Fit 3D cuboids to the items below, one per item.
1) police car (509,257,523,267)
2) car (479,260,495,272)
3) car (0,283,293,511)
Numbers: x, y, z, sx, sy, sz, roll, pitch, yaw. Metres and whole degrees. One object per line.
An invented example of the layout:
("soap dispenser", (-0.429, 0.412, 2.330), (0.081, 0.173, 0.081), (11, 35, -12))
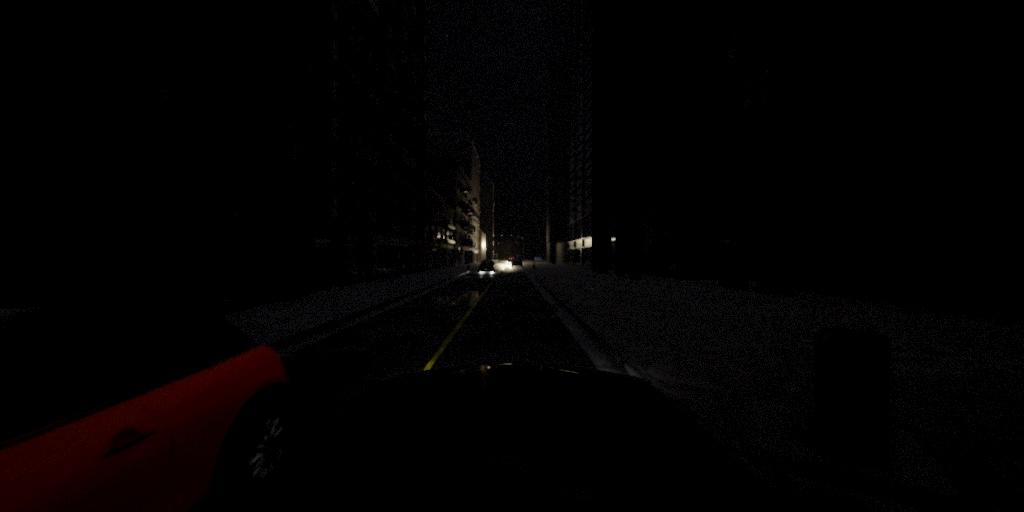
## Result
("police car", (0.893, 1.086, 63.505), (1.930, 1.638, 5.238), (0, 0, 0))
("car", (-3.082, 1.204, 45.214), (2.033, 1.411, 5.357), (0, 0, 0))
("car", (-3.102, 1.102, 1.441), (2.097, 1.767, 4.553), (0, 0, 0))
